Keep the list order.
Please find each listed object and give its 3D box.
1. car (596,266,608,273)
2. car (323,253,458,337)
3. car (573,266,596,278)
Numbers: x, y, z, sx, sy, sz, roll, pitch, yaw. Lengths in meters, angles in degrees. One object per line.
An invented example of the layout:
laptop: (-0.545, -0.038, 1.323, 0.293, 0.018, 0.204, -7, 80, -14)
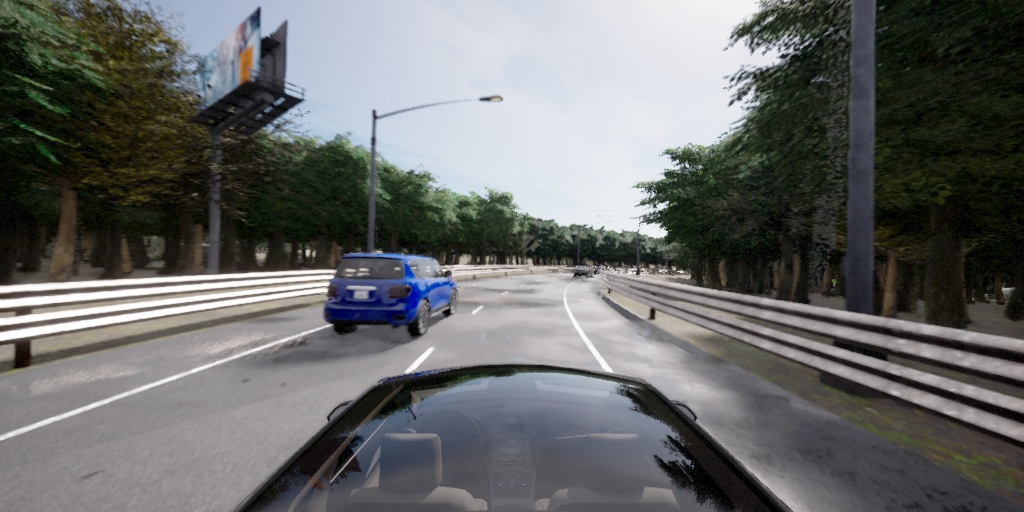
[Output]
car: (15.959, 2.560, 63.392, 1.837, 1.490, 4.892, 1, -1, 32)
car: (-3.125, 0.968, 10.465, 2.150, 2.045, 5.566, 1, -1, 3)
car: (9.074, 2.040, 45.784, 1.837, 1.490, 4.892, 1, -1, 21)
